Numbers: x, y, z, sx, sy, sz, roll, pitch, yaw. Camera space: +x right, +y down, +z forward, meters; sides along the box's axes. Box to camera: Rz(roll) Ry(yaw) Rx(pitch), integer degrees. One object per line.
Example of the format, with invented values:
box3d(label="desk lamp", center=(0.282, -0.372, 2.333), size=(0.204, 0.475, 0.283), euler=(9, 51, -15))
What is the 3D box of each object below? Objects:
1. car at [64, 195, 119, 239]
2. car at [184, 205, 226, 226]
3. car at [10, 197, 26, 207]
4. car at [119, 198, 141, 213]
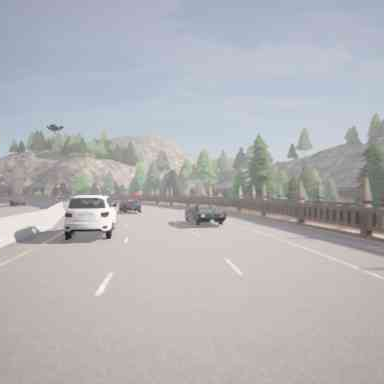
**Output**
box3d(label="car", center=(-5.165, 1.178, 17.354), size=(2.150, 2.045, 5.566), euler=(0, 0, -10))
box3d(label="car", center=(0.776, 1.522, 23.048), size=(1.895, 1.301, 4.718), euler=(0, 0, -13))
box3d(label="car", center=(-27.182, 1.505, 51.989), size=(1.882, 1.535, 5.008), euler=(0, 0, -34))
box3d(label="car", center=(-6.711, 1.414, 35.656), size=(2.128, 1.511, 4.902), euler=(0, 0, -20))
